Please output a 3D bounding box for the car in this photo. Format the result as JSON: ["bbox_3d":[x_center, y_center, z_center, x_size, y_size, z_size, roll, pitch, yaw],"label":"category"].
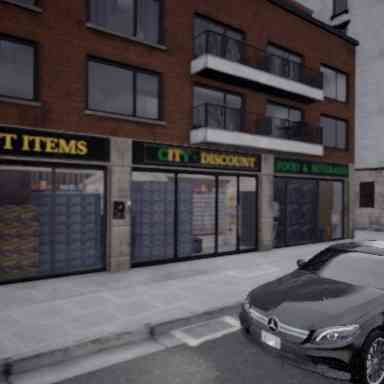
[{"bbox_3d":[2.876,1.574,5.420,4.674,1.442,1.812,1,0,-35],"label":"car"}]
